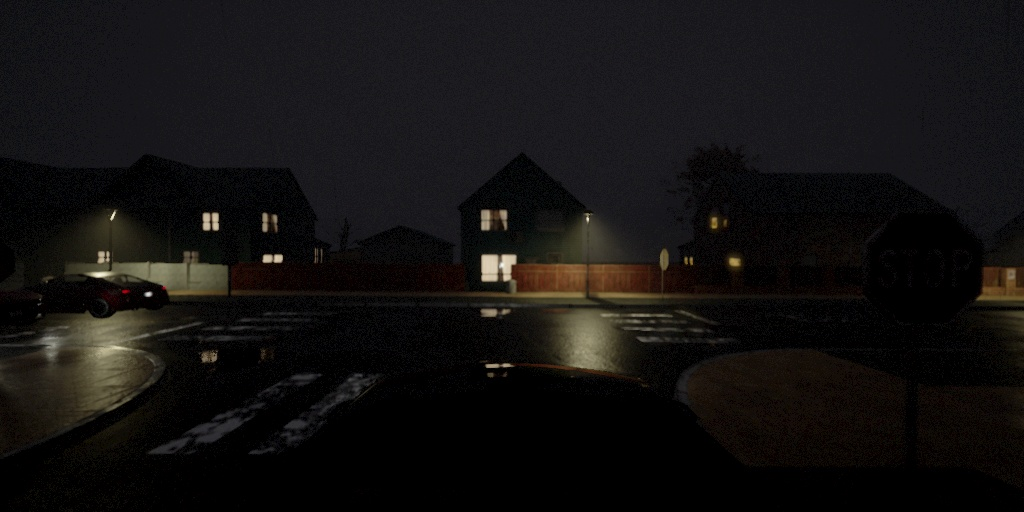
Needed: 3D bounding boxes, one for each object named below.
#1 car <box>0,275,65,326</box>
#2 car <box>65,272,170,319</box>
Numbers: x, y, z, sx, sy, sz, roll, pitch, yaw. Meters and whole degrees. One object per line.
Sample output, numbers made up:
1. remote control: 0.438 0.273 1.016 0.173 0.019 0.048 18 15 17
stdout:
1. car: -15.189 1.172 9.155 5.008 1.535 1.882 1 1 -1
2. car: -14.207 1.240 12.017 4.181 1.385 1.994 0 1 -1
